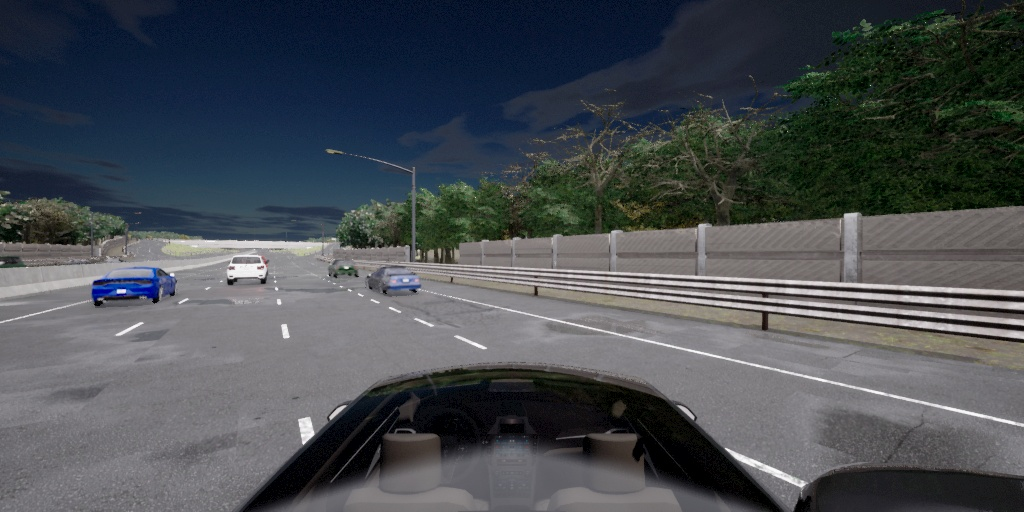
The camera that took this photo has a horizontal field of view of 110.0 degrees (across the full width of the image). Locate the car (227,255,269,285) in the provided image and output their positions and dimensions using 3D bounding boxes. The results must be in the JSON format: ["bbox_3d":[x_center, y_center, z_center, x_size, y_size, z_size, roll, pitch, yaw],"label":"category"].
[{"bbox_3d":[-19.278,0.956,26.233,2.150,2.045,5.566,0,0,-34],"label":"car"}]

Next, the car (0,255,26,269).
[{"bbox_3d":[-34.389,0.948,23.269,2.150,2.045,5.566,0,0,-34],"label":"car"}]

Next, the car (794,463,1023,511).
[{"bbox_3d":[2.985,1.315,0.487,4.181,1.385,1.994,0,0,34],"label":"car"}]

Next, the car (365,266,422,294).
[{"bbox_3d":[-6.779,1.292,20.191,2.033,1.411,5.357,0,0,-34],"label":"car"}]

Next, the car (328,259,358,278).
[{"bbox_3d":[-16.117,1.084,34.086,2.097,1.767,4.553,0,0,-34],"label":"car"}]

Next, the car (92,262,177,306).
[{"bbox_3d":[-16.662,1.220,16.071,1.882,1.535,5.008,0,0,-34],"label":"car"}]
